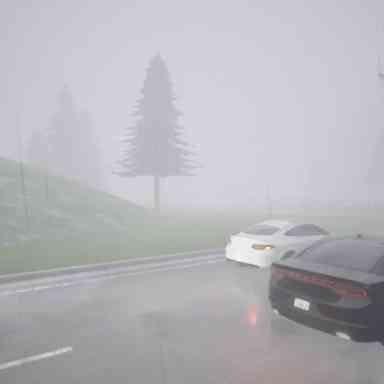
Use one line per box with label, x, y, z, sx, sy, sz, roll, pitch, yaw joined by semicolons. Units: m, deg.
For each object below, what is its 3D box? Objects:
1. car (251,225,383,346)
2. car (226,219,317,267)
car;3.622;1.506;6.345;5.008;1.535;1.882;0;0;-36
car;3.120;1.562;10.292;4.674;1.442;1.812;0;0;-36
